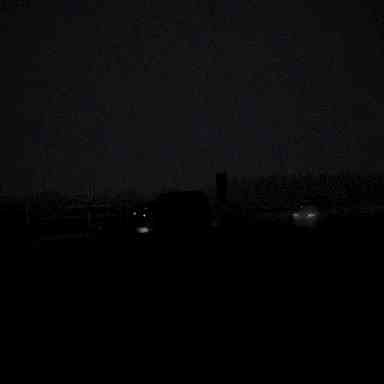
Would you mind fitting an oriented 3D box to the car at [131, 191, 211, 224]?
[{"bbox_3d":[-1.312,0.963,22.431,5.566,2.045,2.150,-1,0,-33],"label":"car"}]

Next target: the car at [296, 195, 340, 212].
[{"bbox_3d":[11.784,1.037,31.073,4.892,1.490,1.837,-1,0,-33],"label":"car"}]

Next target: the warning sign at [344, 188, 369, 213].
[{"bbox_3d":[12.442,0.630,25.175,1.060,1.860,1.300,0,-1,-33],"label":"warning sign"}]
